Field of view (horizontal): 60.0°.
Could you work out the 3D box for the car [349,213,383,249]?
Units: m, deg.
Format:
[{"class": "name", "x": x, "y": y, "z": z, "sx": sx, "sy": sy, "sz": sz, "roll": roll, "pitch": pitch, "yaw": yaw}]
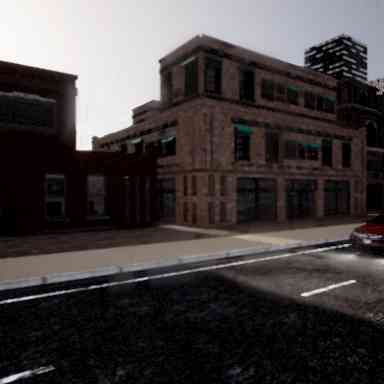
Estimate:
[{"class": "car", "x": 8.397, "y": 1.575, "z": 13.661, "sx": 4.674, "sy": 1.442, "sz": 1.812, "roll": 0, "pitch": 0, "yaw": -35}]
